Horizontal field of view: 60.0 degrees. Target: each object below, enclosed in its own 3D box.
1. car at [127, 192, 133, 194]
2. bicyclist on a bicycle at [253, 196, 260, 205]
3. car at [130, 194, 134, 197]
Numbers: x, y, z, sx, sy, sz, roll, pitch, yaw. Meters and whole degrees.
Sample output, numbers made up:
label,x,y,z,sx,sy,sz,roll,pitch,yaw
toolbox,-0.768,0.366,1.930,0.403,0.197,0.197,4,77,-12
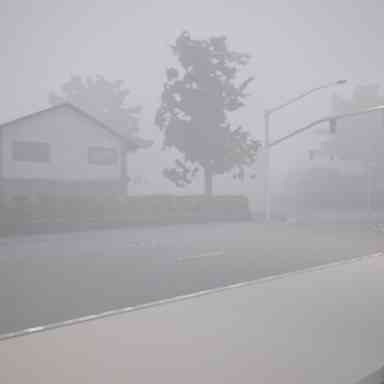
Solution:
label,x,y,z,sx,sy,sz,roll,pitch,yaw
car,-15.594,1.122,78.489,2.150,2.045,5.566,0,0,-36
bicyclist on a bicycle,10.570,1.397,54.157,1.656,1.620,0.582,0,0,-36
car,-11.443,1.591,66.800,1.812,1.442,4.674,0,0,-36
